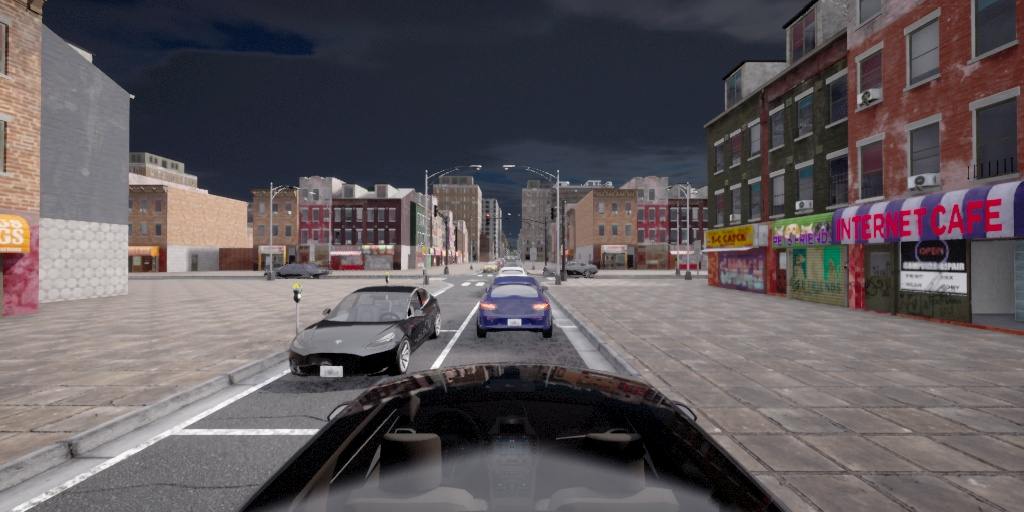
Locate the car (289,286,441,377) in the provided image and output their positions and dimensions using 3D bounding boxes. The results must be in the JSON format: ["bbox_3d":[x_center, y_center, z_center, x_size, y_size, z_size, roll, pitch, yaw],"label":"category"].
[{"bbox_3d":[-2.645,1.317,7.420,1.948,1.339,4.313,0,0,0],"label":"car"}]

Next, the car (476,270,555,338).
[{"bbox_3d":[0.069,1.278,10.100,1.812,1.442,4.674,0,0,0],"label":"car"}]

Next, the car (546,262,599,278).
[{"bbox_3d":[5.586,1.267,33.496,4.902,1.511,2.128,0,0,7],"label":"car"}]

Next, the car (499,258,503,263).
[{"bbox_3d":[-2.694,1.355,50.793,1.888,1.381,4.507,0,0,0],"label":"car"}]

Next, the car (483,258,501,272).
[{"bbox_3d":[-2.688,1.323,45.018,1.751,1.417,4.829,0,0,0],"label":"car"}]

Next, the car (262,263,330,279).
[{"bbox_3d":[-19.781,1.368,33.030,5.357,1.411,2.033,0,0,0],"label":"car"}]

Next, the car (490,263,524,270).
[{"bbox_3d":[-0.003,1.284,19.234,1.812,1.442,4.674,0,0,0],"label":"car"}]
